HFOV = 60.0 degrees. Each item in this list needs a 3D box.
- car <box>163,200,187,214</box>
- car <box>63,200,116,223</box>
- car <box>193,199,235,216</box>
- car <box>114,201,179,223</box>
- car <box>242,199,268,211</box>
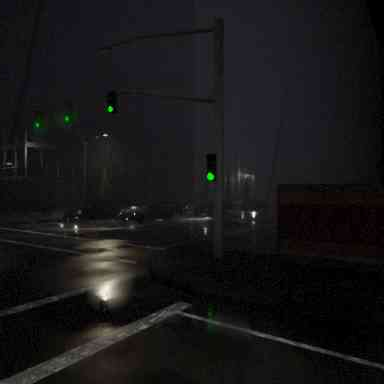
[{"bbox_3d":[-2.387,1.560,33.433,1.837,1.490,4.892,0,0,36],"label":"car"},{"bbox_3d":[-7.706,1.407,26.001,2.097,1.767,4.553,0,0,36],"label":"car"},{"bbox_3d":[2.076,1.533,33.653,1.882,1.535,5.008,0,0,35],"label":"car"},{"bbox_3d":[-3.441,1.656,25.951,1.895,1.301,4.718,0,0,36],"label":"car"},{"bbox_3d":[8.048,1.581,41.971,1.812,1.442,4.674,0,0,36],"label":"car"}]
